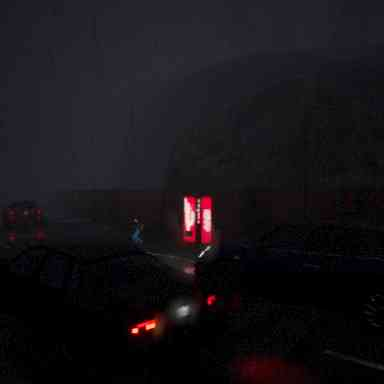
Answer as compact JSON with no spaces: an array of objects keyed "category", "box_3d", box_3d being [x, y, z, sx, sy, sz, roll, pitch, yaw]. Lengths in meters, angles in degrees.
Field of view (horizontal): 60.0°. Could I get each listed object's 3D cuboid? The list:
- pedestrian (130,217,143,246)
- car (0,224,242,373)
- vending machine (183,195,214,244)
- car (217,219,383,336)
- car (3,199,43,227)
[{"category":"pedestrian","box_3d":[-2.227,1.571,13.633,0.375,1.300,0.375,0,0,-44]},{"category":"car","box_3d":[-1.999,1.546,5.807,5.357,1.411,2.033,0,0,41]},{"category":"vending machine","box_3d":[0.287,1.193,15.033,1.100,2.100,0.880,0,0,-45]},{"category":"car","box_3d":[2.258,1.353,6.932,4.553,1.767,2.097,0,0,37]},{"category":"car","box_3d":[-11.522,1.347,22.569,2.097,1.767,4.553,0,0,-32]}]
